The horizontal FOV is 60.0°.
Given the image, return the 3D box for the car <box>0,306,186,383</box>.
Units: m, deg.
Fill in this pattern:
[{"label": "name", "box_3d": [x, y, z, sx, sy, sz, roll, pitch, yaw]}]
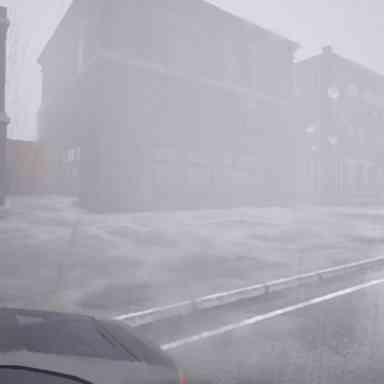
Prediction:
[{"label": "car", "box_3d": [-2.011, 1.563, 1.948, 4.181, 1.385, 1.994, 0, 0, -35]}]
